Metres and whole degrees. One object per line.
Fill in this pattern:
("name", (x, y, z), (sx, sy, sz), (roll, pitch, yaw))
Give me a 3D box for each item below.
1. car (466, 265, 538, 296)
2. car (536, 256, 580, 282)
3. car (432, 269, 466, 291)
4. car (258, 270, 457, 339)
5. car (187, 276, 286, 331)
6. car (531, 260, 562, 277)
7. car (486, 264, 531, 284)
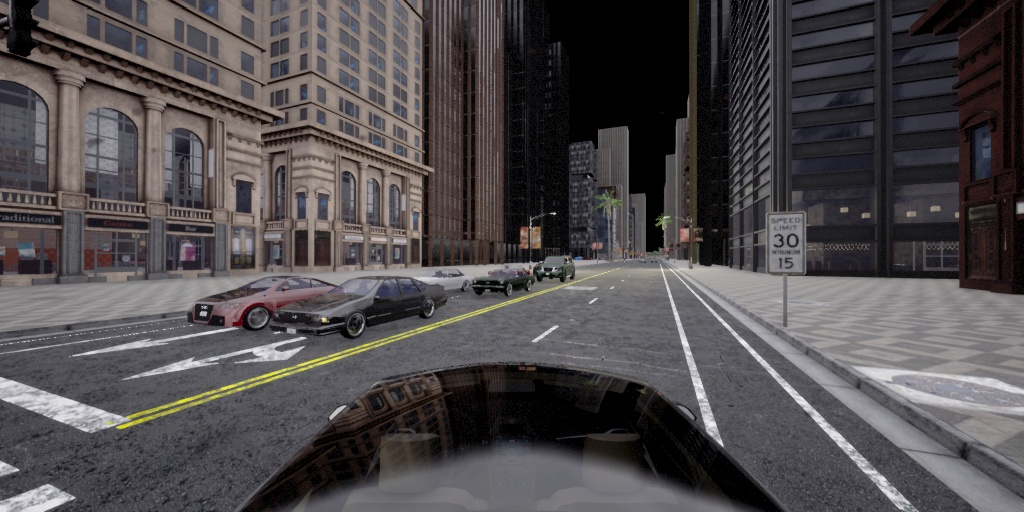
("car", (-0.352, 1.357, 19.423), (1.895, 1.301, 4.718), (0, 0, 22))
("car", (3.686, 0.986, 29.328), (2.150, 2.045, 5.566), (0, 0, 22))
("car", (-3.936, 1.356, 19.244), (1.895, 1.301, 4.718), (0, 0, 22))
("car", (-3.969, 1.299, 10.542), (2.033, 1.411, 5.357), (0, 0, 22))
("car", (-7.236, 1.315, 11.128), (1.994, 1.385, 4.181), (0, 0, 22))
("car", (3.708, 1.250, 37.907), (1.882, 1.535, 5.008), (0, 0, 23))
("car", (-0.177, 1.364, 28.469), (1.895, 1.301, 4.718), (0, 0, 22))
